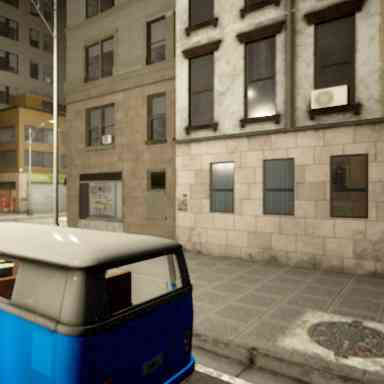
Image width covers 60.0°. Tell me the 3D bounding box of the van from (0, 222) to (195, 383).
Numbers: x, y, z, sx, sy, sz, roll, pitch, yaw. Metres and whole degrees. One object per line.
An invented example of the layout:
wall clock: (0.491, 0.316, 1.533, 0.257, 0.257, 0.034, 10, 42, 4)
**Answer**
van: (-1.881, 1.340, 4.101, 3.998, 1.788, 1.690, 0, 0, 35)
